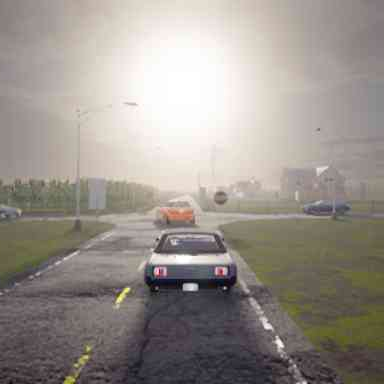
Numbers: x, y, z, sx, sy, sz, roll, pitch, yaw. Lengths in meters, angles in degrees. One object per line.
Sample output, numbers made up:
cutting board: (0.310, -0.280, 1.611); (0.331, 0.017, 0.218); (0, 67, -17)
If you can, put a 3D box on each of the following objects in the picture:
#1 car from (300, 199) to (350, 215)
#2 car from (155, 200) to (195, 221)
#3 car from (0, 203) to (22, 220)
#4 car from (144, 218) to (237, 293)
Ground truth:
car: (12.928, 1.449, 32.431); (4.674, 1.442, 1.812); (-1, 0, -1)
car: (-1.353, 1.388, 24.924); (2.097, 1.767, 4.553); (0, 0, -17)
car: (-17.810, 1.676, 29.696); (4.902, 1.511, 2.128); (0, 0, 0)
car: (-0.044, 1.612, 8.850); (1.895, 1.301, 4.718); (0, 0, -1)
